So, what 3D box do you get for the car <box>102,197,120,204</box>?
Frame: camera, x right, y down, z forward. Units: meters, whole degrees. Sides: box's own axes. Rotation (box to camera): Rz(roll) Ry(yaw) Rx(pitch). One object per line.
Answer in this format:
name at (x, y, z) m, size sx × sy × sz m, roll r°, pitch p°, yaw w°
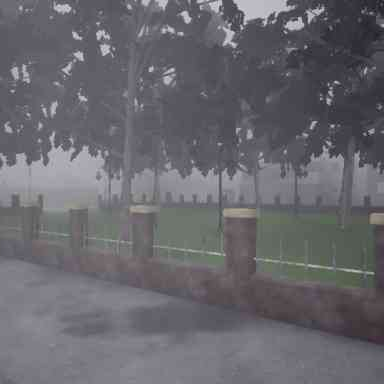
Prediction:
car at (-12.897, 1.558, 54.285) m, size 2.033 × 1.411 × 5.357 m, roll 0°, pitch 0°, yaw 36°
